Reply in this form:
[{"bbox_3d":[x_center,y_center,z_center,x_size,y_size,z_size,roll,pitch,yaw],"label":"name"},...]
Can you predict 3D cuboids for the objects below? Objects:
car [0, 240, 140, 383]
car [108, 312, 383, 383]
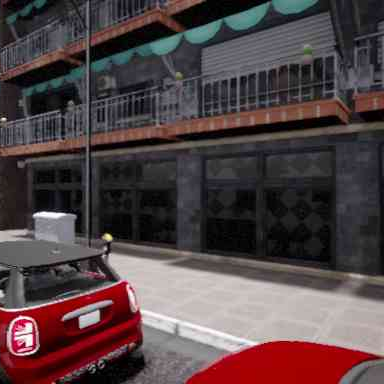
[{"bbox_3d":[-2.712,1.427,4.812,4.097,1.590,1.967,0,0,36],"label":"car"},{"bbox_3d":[1.870,1.547,1.542,4.507,1.381,1.887,0,0,36],"label":"car"}]
